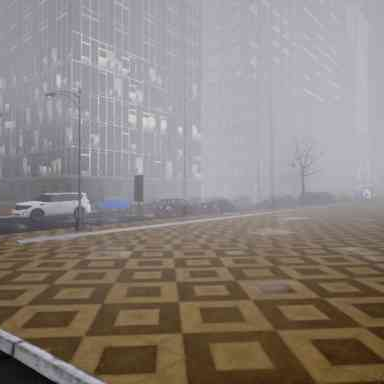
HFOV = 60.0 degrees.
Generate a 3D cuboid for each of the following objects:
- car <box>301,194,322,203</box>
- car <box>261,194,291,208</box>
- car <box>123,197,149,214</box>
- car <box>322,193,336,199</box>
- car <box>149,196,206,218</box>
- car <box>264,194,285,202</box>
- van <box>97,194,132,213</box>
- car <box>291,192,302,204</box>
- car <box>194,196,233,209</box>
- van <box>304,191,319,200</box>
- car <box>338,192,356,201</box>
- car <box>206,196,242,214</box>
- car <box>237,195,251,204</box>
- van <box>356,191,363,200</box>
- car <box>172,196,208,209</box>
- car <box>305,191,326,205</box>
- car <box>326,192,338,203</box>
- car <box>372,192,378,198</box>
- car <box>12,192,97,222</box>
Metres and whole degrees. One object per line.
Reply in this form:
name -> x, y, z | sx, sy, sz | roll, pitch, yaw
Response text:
car -> 20.265, 1.062, 56.325 | 1.994, 1.385, 4.181 | 0, 1, 41
car -> 9.866, 1.244, 40.151 | 1.802, 1.307, 4.206 | 1, 1, 41
car -> -4.038, 1.357, 32.797 | 1.895, 1.301, 4.718 | 0, 1, 41
car -> 33.070, 0.828, 80.212 | 1.947, 1.339, 4.313 | 1, 1, 41
car -> -1.125, 1.240, 27.096 | 1.967, 1.590, 4.097 | 1, 1, 41
car -> 14.593, 1.056, 58.585 | 1.947, 1.339, 4.313 | 1, 1, 41
van -> -7.669, 1.106, 32.711 | 1.690, 1.788, 3.998 | 1, 1, 41
car -> 13.898, 1.102, 48.864 | 1.812, 1.442, 4.674 | 0, 1, 41
car -> 2.711, 1.220, 40.686 | 2.033, 1.411, 5.357 | 0, 1, 41
van -> 25.680, 0.694, 71.557 | 1.690, 1.788, 3.998 | 1, 1, 41
car -> 28.453, 0.957, 61.905 | 1.752, 1.417, 4.829 | 1, 1, 41
car -> 2.527, 1.320, 31.459 | 1.947, 1.339, 4.313 | 1, 1, 41
car -> 7.202, 1.148, 49.934 | 1.947, 1.339, 4.313 | 1, 1, 41
van -> 35.735, 0.683, 70.424 | 1.690, 1.788, 3.998 | 1, 1, 41
car -> -0.194, 1.218, 41.291 | 1.887, 1.381, 4.507 | 1, 1, 41
car -> 17.258, 0.885, 48.798 | 2.192, 1.841, 5.009 | 1, 1, 41
car -> 20.953, 0.839, 53.123 | 2.192, 1.841, 5.009 | 1, 1, 41
car -> 43.151, 0.704, 79.641 | 1.801, 1.575, 5.366 | 0, 1, 41
car -> -10.478, 1.059, 25.261 | 2.150, 2.045, 5.566 | 0, 1, 41
